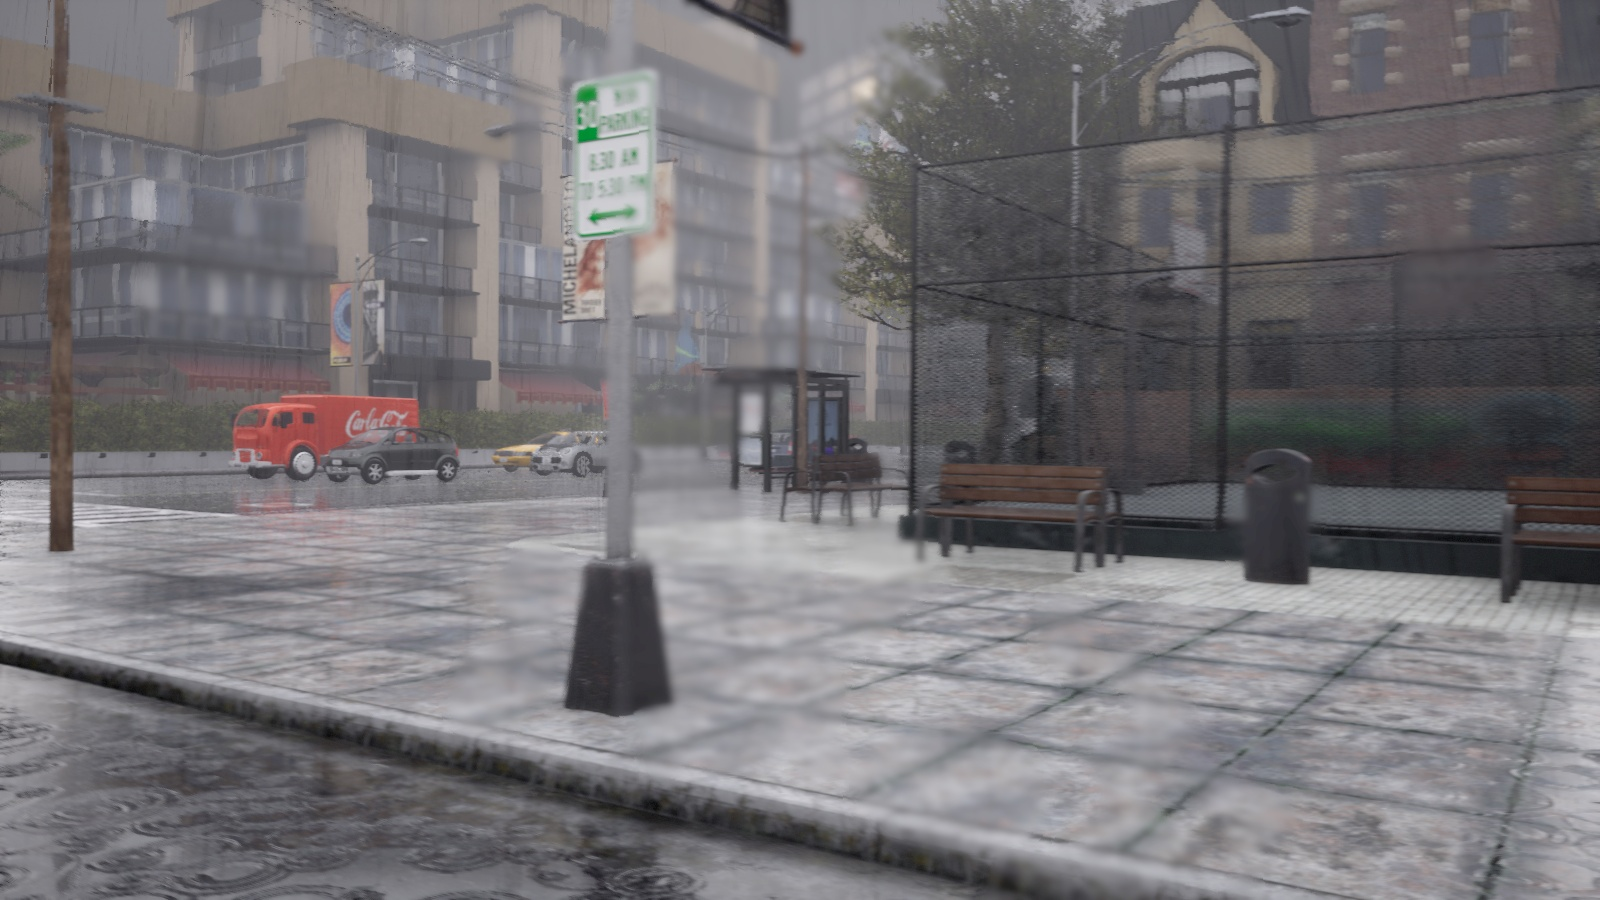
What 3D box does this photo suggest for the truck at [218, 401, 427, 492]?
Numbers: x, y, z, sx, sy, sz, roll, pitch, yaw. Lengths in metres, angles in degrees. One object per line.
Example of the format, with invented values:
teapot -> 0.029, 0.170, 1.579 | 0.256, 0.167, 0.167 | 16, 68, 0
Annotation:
truck -> -13.995, -0.135, 37.123 | 2.627, 2.467, 5.204 | 0, 1, 33

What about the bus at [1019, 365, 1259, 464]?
bus -> 15.746, -1.583, 58.317 | 10.273, 4.253, 3.944 | -1, -1, -20

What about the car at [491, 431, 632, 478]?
car -> -8.541, 0.127, 45.478 | 1.801, 1.575, 5.366 | 0, 1, 33

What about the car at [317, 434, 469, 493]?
car -> -11.256, 0.335, 34.930 | 1.789, 1.549, 3.705 | 0, 1, 33

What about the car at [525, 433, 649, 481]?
car -> -6.982, 0.194, 41.463 | 1.970, 1.475, 3.806 | 0, 1, 33
